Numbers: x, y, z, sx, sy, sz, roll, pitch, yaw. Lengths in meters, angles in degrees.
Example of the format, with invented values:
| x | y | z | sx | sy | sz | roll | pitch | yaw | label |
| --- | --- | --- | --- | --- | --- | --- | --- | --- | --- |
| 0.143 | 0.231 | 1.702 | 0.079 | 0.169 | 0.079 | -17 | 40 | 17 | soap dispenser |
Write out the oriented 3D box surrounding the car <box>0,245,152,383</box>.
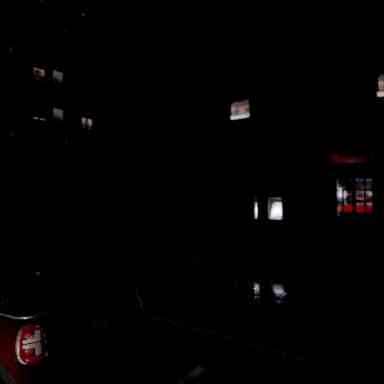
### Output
| x | y | z | sx | sy | sz | roll | pitch | yaw | label |
| --- | --- | --- | --- | --- | --- | --- | --- | --- | --- |
| -2.586 | 1.484 | 4.720 | 4.097 | 1.590 | 1.967 | -1 | -1 | 35 | car |
